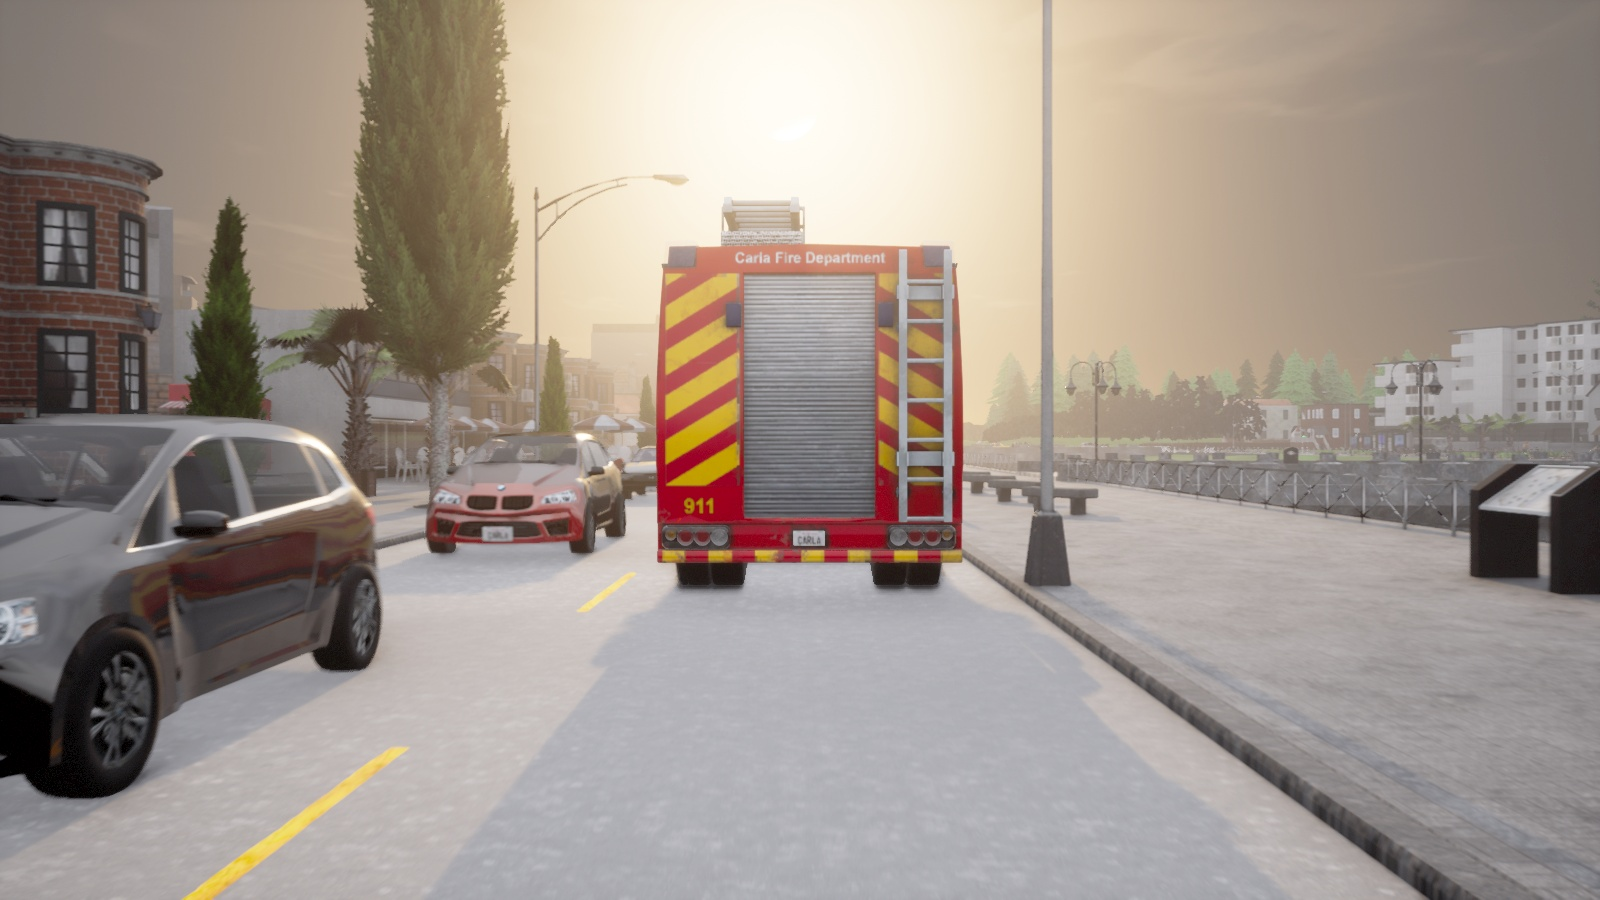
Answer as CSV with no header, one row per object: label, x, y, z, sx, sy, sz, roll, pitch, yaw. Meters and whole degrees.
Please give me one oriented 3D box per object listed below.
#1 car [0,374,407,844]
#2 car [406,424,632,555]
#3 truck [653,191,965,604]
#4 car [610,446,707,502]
car,-3.947,0.550,6.676,2.242,1.667,4.611,0,0,0
car,-3.882,0.484,18.302,2.242,1.667,4.611,0,0,0
truck,0.104,-0.507,15.865,2.891,3.827,8.468,0,0,0
car,-3.793,0.596,34.544,2.033,1.411,5.357,0,0,0
